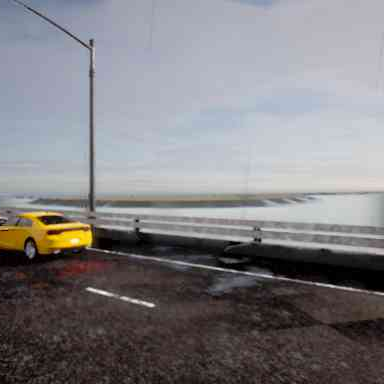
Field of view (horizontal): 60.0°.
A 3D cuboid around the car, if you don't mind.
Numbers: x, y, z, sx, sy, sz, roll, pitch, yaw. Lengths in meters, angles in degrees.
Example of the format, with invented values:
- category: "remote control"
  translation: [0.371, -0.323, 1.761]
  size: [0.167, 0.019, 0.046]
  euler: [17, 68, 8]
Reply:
- category: "car"
  translation: [-5.917, 1.498, 12.522]
  size: [5.008, 1.535, 1.882]
  euler: [-1, 0, 36]
